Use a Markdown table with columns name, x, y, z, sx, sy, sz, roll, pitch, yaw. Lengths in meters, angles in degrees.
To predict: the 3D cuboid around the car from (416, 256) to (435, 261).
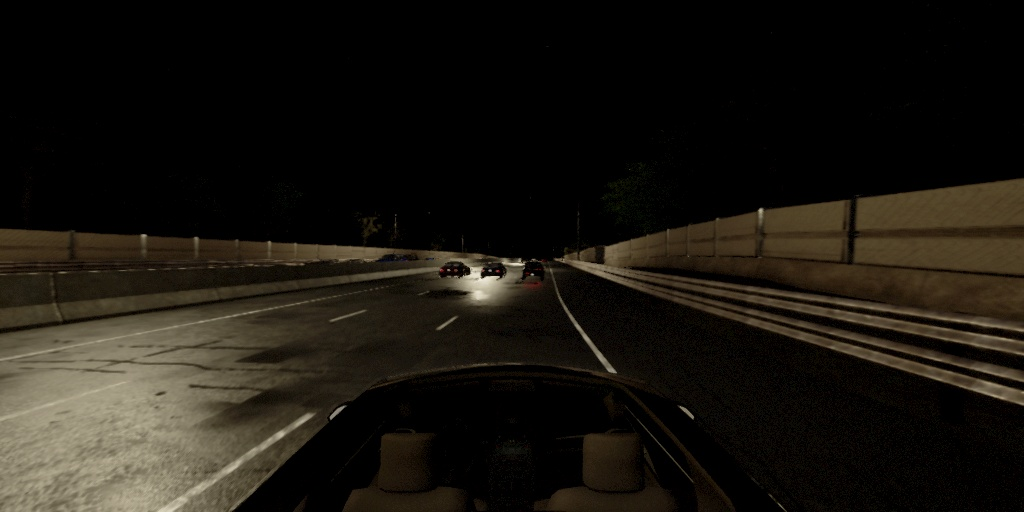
| name | x | y | z | sx | sy | sz | roll | pitch | yaw |
| --- | --- | --- | --- | --- | --- | --- | --- | --- | --- |
| car | -13.212 | 1.083 | 57.494 | 1.882 | 1.535 | 5.008 | 1 | 1 | 6 |

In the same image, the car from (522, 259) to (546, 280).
| name | x | y | z | sx | sy | sz | roll | pitch | yaw |
| --- | --- | --- | --- | --- | --- | --- | --- | --- | --- |
| car | 1.913 | 1.274 | 31.870 | 1.837 | 1.490 | 4.892 | 1 | 0 | 6 |

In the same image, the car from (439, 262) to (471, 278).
| name | x | y | z | sx | sy | sz | roll | pitch | yaw |
| --- | --- | --- | --- | --- | --- | --- | --- | --- | --- |
| car | -5.056 | 1.241 | 32.522 | 2.033 | 1.411 | 5.357 | 1 | 0 | 6 |

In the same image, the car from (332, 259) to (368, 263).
| name | x | y | z | sx | sy | sz | roll | pitch | yaw |
| --- | --- | --- | --- | --- | --- | --- | --- | --- | --- |
| car | -18.239 | 1.099 | 42.082 | 2.033 | 1.411 | 5.357 | 1 | 0 | 6 |

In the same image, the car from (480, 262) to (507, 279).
| name | x | y | z | sx | sy | sz | roll | pitch | yaw |
| --- | --- | --- | --- | --- | --- | --- | --- | --- | --- |
| car | -1.573 | 1.278 | 32.184 | 2.033 | 1.411 | 5.357 | 1 | 0 | 6 |

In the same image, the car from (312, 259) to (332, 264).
| name | x | y | z | sx | sy | sz | roll | pitch | yaw |
| --- | --- | --- | --- | --- | --- | --- | --- | --- | --- |
| car | -21.736 | 1.062 | 42.265 | 2.033 | 1.411 | 5.357 | 1 | 0 | 6 |

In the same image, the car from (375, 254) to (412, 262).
| name | x | y | z | sx | sy | sz | roll | pitch | yaw |
| --- | --- | --- | --- | --- | --- | --- | --- | --- | --- |
| car | -14.584 | 0.814 | 43.425 | 2.150 | 2.045 | 5.566 | 1 | 0 | 6 |

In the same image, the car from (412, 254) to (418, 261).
| name | x | y | z | sx | sy | sz | roll | pitch | yaw |
| --- | --- | --- | --- | --- | --- | --- | --- | --- | --- |
| car | -16.696 | 0.778 | 57.686 | 2.150 | 2.045 | 5.566 | 1 | 1 | 6 |
